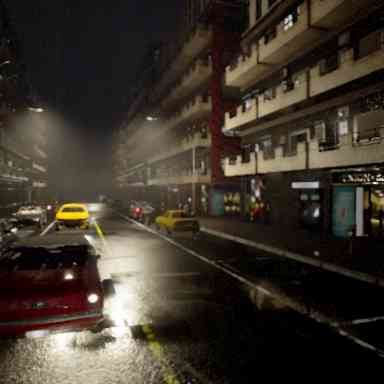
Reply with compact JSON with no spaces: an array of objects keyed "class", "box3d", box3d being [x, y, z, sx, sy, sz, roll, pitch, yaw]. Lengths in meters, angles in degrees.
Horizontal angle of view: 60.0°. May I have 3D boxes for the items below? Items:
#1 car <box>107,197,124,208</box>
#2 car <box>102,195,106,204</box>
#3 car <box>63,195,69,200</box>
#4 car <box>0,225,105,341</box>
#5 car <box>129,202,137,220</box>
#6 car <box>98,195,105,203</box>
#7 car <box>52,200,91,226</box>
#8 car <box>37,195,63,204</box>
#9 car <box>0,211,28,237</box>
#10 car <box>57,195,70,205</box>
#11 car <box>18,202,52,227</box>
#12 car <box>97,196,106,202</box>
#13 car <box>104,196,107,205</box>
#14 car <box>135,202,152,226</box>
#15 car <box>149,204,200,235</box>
[{"class":"car","box3d":[-11.577,1.766,51.106,1.947,1.339,4.313,0,0,-18]},{"class":"car","box3d":[-15.183,1.762,61.894,1.752,1.417,4.829,0,0,-18]},{"class":"car","box3d":[-23.086,1.727,59.103,2.008,1.369,4.403,0,0,-18]},{"class":"car","box3d":[-2.793,1.619,6.601,1.895,1.301,4.718,0,0,-19]},{"class":"car","box3d":[-4.475,1.570,29.854,1.967,1.590,4.097,0,0,-18]},{"class":"car","box3d":[-18.682,1.712,72.359,1.967,1.590,4.097,0,0,-18]},{"class":"car","box3d":[-7.594,1.544,21.276,1.882,1.535,5.008,0,0,-18]},{"class":"car","box3d":[-14.208,1.402,32.538,2.192,1.841,5.009,0,0,-18]},{"class":"car","box3d":[-7.103,1.568,11.286,2.008,1.369,4.403,0,0,-18]},{"class":"car","box3d":[-24.864,1.509,64.417,2.192,1.841,5.009,0,0,-18]},{"class":"car","box3d":[-10.655,1.603,21.911,2.008,1.369,4.403,0,0,-18]},{"class":"car","box3d":[-24.008,1.878,88.297,2.008,1.369,4.403,0,0,-18]},{"class":"car","box3d":[-13.354,1.769,56.420,2.008,1.369,4.403,0,0,-18]},{"class":"car","box3d":[-2.698,1.678,24.540,1.947,1.339,4.313,0,0,-18]},{"class":"car","box3d":[-0.976,1.621,19.389,1.752,1.417,4.829,0,0,-18]}]
